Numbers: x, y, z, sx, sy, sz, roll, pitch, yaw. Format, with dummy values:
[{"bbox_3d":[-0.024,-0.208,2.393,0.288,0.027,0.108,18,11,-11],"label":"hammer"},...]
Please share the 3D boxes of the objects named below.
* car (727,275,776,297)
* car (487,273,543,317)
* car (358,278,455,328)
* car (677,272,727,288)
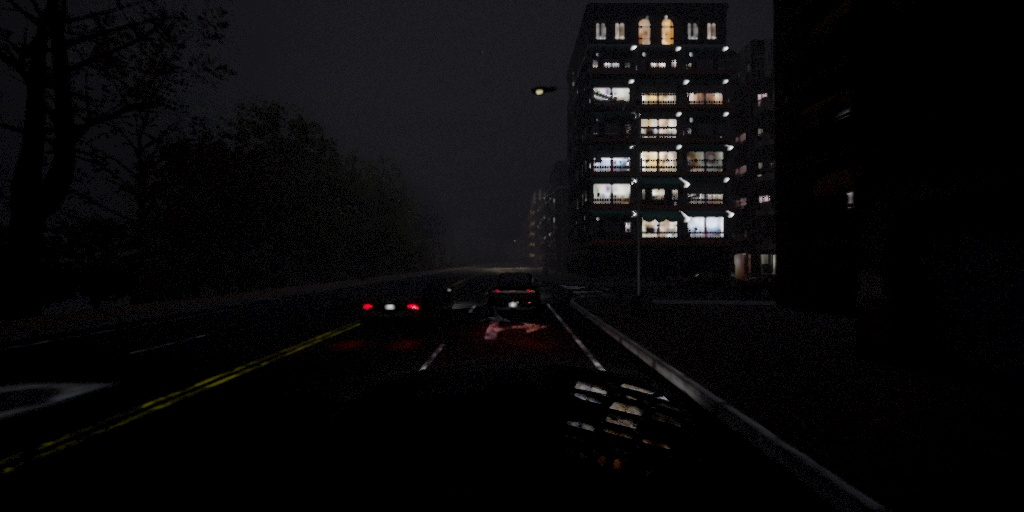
[{"bbox_3d":[16.340,1.857,22.232,4.507,1.381,1.888,0,0,0],"label":"car"},{"bbox_3d":[0.173,1.410,14.106,2.128,1.511,4.902,0,-1,3],"label":"car"},{"bbox_3d":[-3.218,1.436,11.988,2.033,1.411,5.357,0,-1,0],"label":"car"},{"bbox_3d":[16.290,2.006,30.579,4.207,1.307,1.802,0,0,0],"label":"car"}]
